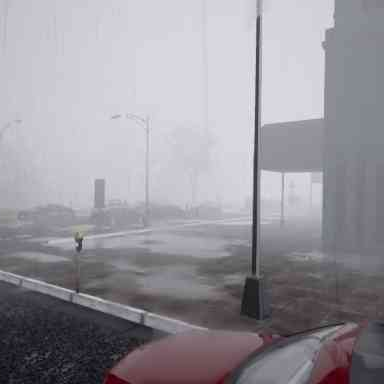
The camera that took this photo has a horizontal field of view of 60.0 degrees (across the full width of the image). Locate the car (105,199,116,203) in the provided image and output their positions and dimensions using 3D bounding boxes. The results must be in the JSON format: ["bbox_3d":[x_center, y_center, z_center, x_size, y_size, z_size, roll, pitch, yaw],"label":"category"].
[{"bbox_3d":[-8.301,1.479,34.169,1.967,1.590,4.097,1,0,36],"label":"car"}]

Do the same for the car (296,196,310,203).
[{"bbox_3d":[27.782,1.860,83.216,1.752,1.417,4.829,1,0,36],"label":"car"}]

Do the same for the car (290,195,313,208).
[{"bbox_3d":[18.244,1.771,56.011,1.967,1.590,4.097,1,0,36],"label":"car"}]

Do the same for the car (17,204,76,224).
[{"bbox_3d":[-11.123,1.605,25.712,1.994,1.385,4.181,1,0,36],"label":"car"}]

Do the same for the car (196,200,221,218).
[{"bbox_3d":[1.278,1.776,32.632,1.802,1.307,4.206,1,0,36],"label":"car"}]

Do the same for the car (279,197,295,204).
[{"bbox_3d":[21.323,1.847,74.396,1.947,1.339,4.313,1,0,36],"label":"car"}]

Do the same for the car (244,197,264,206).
[{"bbox_3d":[11.382,1.725,60.825,1.752,1.417,4.829,1,0,36],"label":"car"}]

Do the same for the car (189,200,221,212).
[{"bbox_3d":[1.786,1.746,43.317,1.895,1.301,4.718,1,0,36],"label":"car"}]

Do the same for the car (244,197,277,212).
[{"bbox_3d":[8.474,1.567,42.528,2.192,1.841,5.009,1,0,36],"label":"car"}]

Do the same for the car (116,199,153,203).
[{"bbox_3d":[-4.861,1.638,34.262,2.033,1.411,5.357,1,0,36],"label":"car"}]

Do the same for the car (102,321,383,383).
[{"bbox_3d":[1.124,1.582,2.059,4.206,1.307,1.802,0,1,35],"label":"car"}]

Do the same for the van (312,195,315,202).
[{"bbox_3d":[31.165,1.705,87.831,1.690,1.788,3.998,1,0,36],"label":"van"}]

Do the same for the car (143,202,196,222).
[{"bbox_3d":[-1.960,1.735,28.211,1.947,1.339,4.313,1,0,36],"label":"car"}]

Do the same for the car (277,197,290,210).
[{"bbox_3d":[11.726,1.718,47.026,1.967,1.590,4.097,1,0,36],"label":"car"}]

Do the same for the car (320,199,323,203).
[{"bbox_3d":[28.184,1.939,69.583,1.752,1.417,4.829,1,0,36],"label":"car"}]

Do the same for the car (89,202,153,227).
[{"bbox_3d":[-5.199,1.694,23.789,2.008,1.369,4.403,1,0,36],"label":"car"}]
